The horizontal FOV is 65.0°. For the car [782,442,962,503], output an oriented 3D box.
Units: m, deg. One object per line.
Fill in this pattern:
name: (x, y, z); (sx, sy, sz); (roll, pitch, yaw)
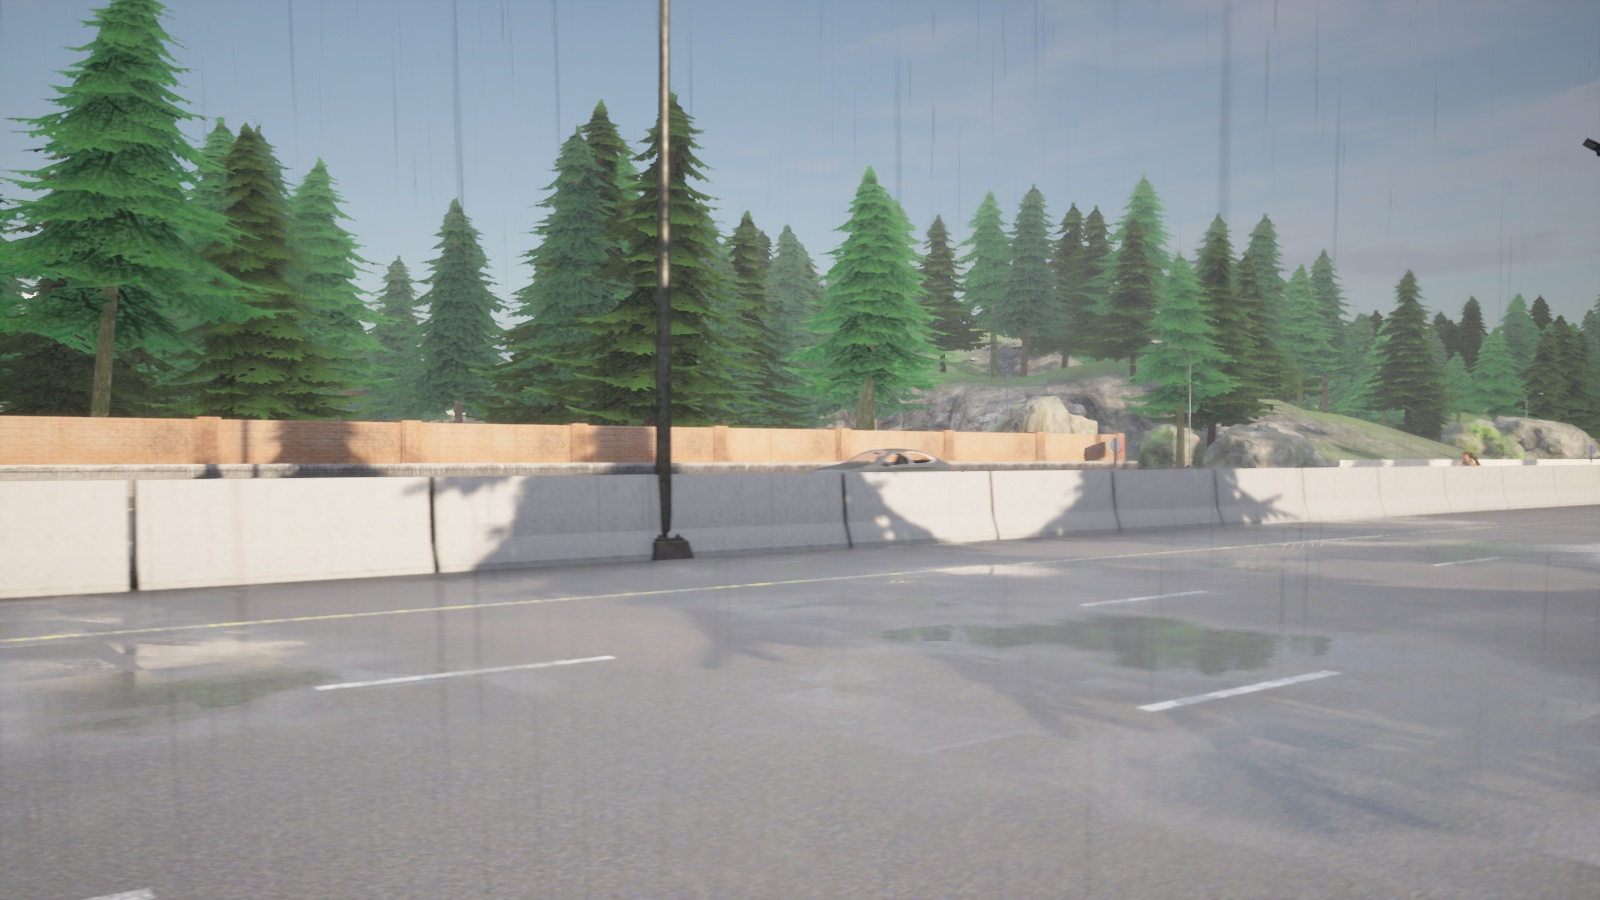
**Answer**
car: (2.144, 0.618, 36.343); (5.027, 1.651, 2.152); (0, 0, -38)
